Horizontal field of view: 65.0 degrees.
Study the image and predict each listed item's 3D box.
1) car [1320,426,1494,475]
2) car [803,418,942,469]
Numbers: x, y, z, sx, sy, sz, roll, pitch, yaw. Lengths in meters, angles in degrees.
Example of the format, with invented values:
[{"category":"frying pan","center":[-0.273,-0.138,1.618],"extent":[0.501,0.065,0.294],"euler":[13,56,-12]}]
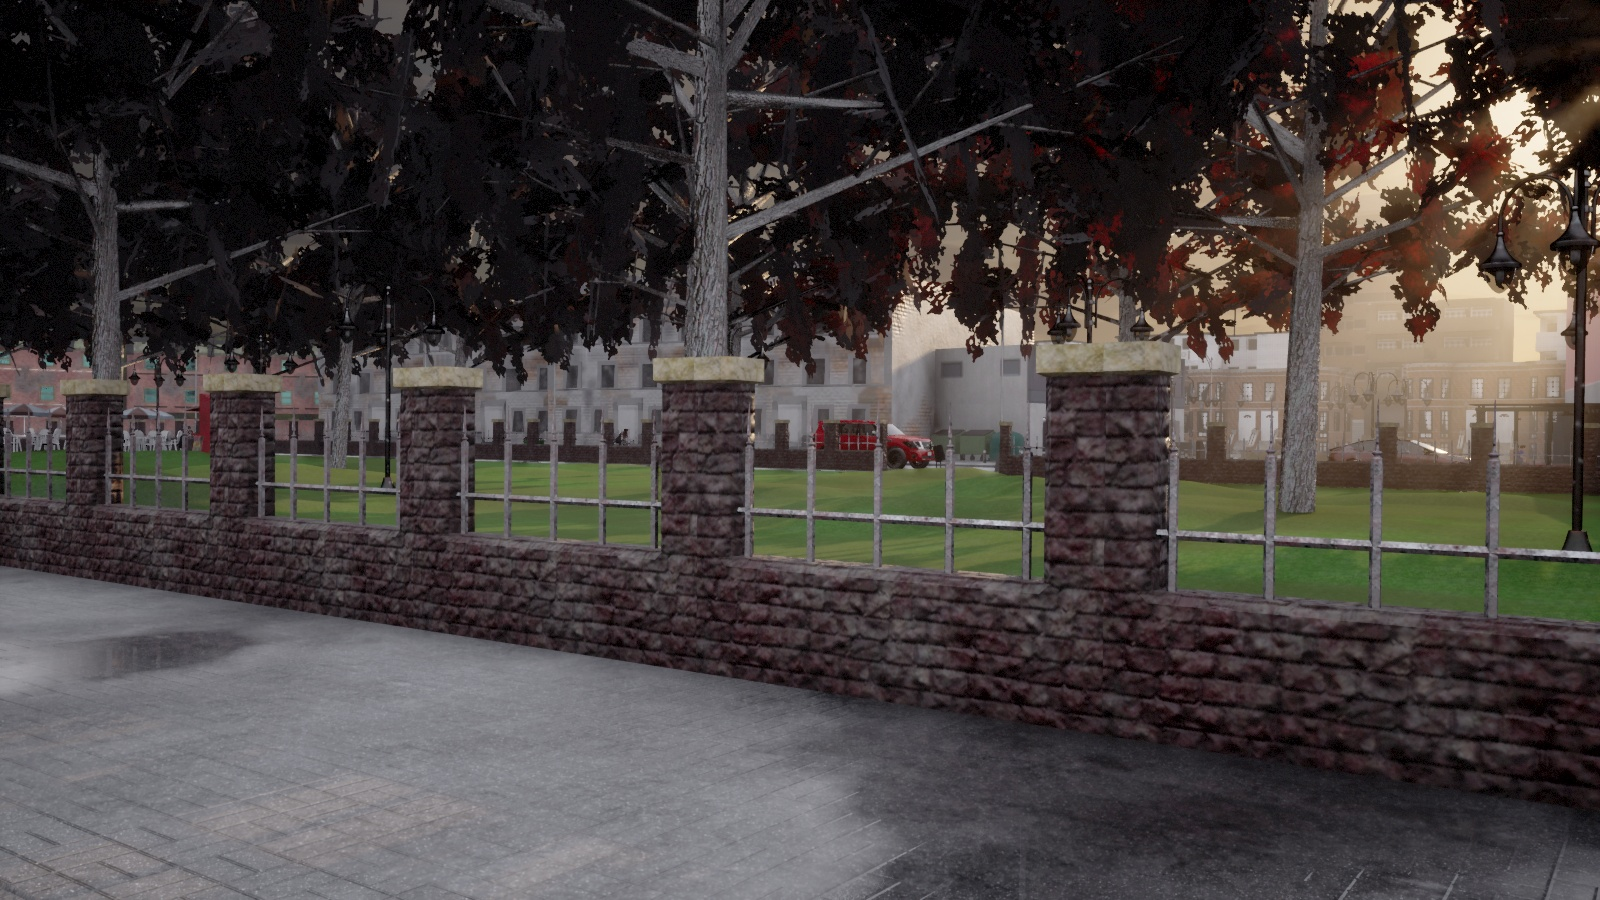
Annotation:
[{"category":"car","center":[19.728,-0.006,40.903],"extent":[4.792,1.488,2.163],"euler":[0,1,36]},{"category":"car","center":[3.007,-0.298,52.797],"extent":[5.566,2.045,2.150],"euler":[0,1,36]}]
